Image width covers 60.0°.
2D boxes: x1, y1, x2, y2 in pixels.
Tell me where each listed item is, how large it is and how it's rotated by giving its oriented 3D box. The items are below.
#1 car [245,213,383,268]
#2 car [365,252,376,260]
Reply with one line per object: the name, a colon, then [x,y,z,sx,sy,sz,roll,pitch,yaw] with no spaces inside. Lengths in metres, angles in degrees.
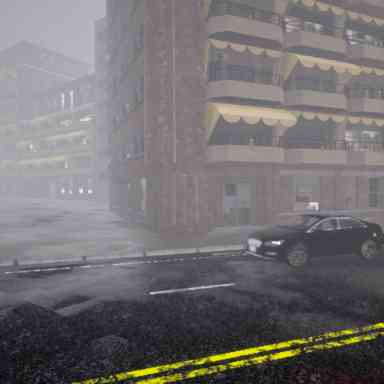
car: [4.161,1.491,11.185,4.902,1.511,2.128,0,0,-21]
car: [5.176,1.547,4.399,5.357,1.411,2.033,0,0,-21]
